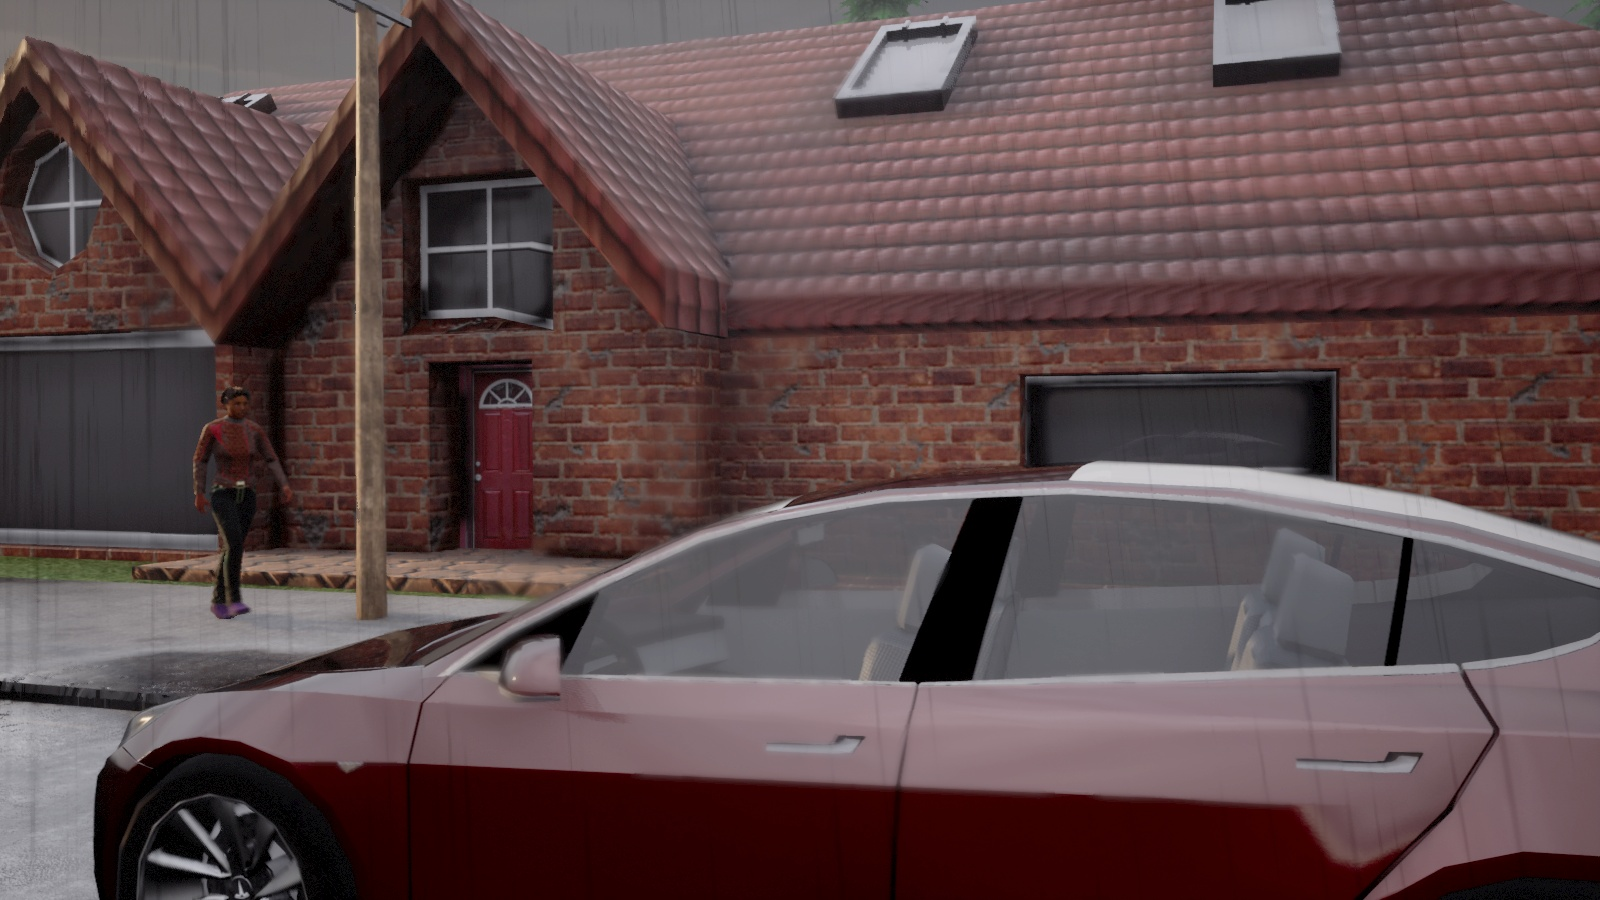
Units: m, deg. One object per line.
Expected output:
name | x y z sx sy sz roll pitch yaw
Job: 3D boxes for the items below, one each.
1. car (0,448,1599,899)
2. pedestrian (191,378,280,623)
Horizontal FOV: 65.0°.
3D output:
car | 0.344 0.770 3.608 4.792 1.488 2.163 1 1 18
pedestrian | -4.355 0.365 9.671 0.869 1.805 0.328 1 1 45
